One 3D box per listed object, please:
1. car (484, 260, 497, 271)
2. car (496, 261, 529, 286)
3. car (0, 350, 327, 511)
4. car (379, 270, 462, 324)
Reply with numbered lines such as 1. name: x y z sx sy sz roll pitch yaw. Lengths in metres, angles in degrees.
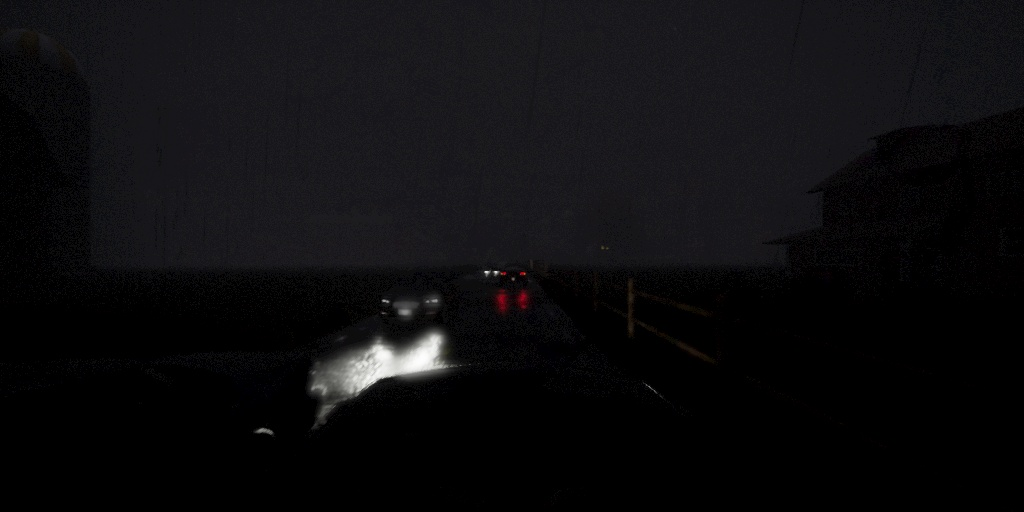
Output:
1. car: -2.794 1.304 49.546 2.033 1.411 5.357 0 0 0
2. car: 0.084 1.268 24.785 1.812 1.442 4.674 0 0 0
3. car: -2.849 1.297 1.350 2.033 1.411 5.357 0 0 0
4. car: -2.834 1.237 11.987 2.128 1.511 4.902 0 0 0
